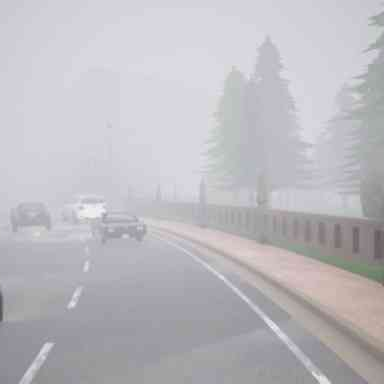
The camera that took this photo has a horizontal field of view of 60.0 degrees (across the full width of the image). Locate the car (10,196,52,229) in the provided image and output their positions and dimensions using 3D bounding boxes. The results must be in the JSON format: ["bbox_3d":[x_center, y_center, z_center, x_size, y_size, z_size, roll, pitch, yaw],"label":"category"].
[{"bbox_3d":[-10.241,1.379,21.021,2.097,1.767,4.553,-1,0,-30],"label":"car"}]

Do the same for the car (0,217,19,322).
[{"bbox_3d":[-3.888,1.373,3.389,2.097,1.767,4.553,-1,0,-5],"label":"car"}]

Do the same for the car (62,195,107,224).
[{"bbox_3d":[-8.112,1.223,24.855,2.150,2.045,5.566,-1,0,-33],"label":"car"}]

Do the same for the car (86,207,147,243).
[{"bbox_3d":[-3.689,1.589,16.034,1.895,1.301,4.718,-1,0,-24],"label":"car"}]
